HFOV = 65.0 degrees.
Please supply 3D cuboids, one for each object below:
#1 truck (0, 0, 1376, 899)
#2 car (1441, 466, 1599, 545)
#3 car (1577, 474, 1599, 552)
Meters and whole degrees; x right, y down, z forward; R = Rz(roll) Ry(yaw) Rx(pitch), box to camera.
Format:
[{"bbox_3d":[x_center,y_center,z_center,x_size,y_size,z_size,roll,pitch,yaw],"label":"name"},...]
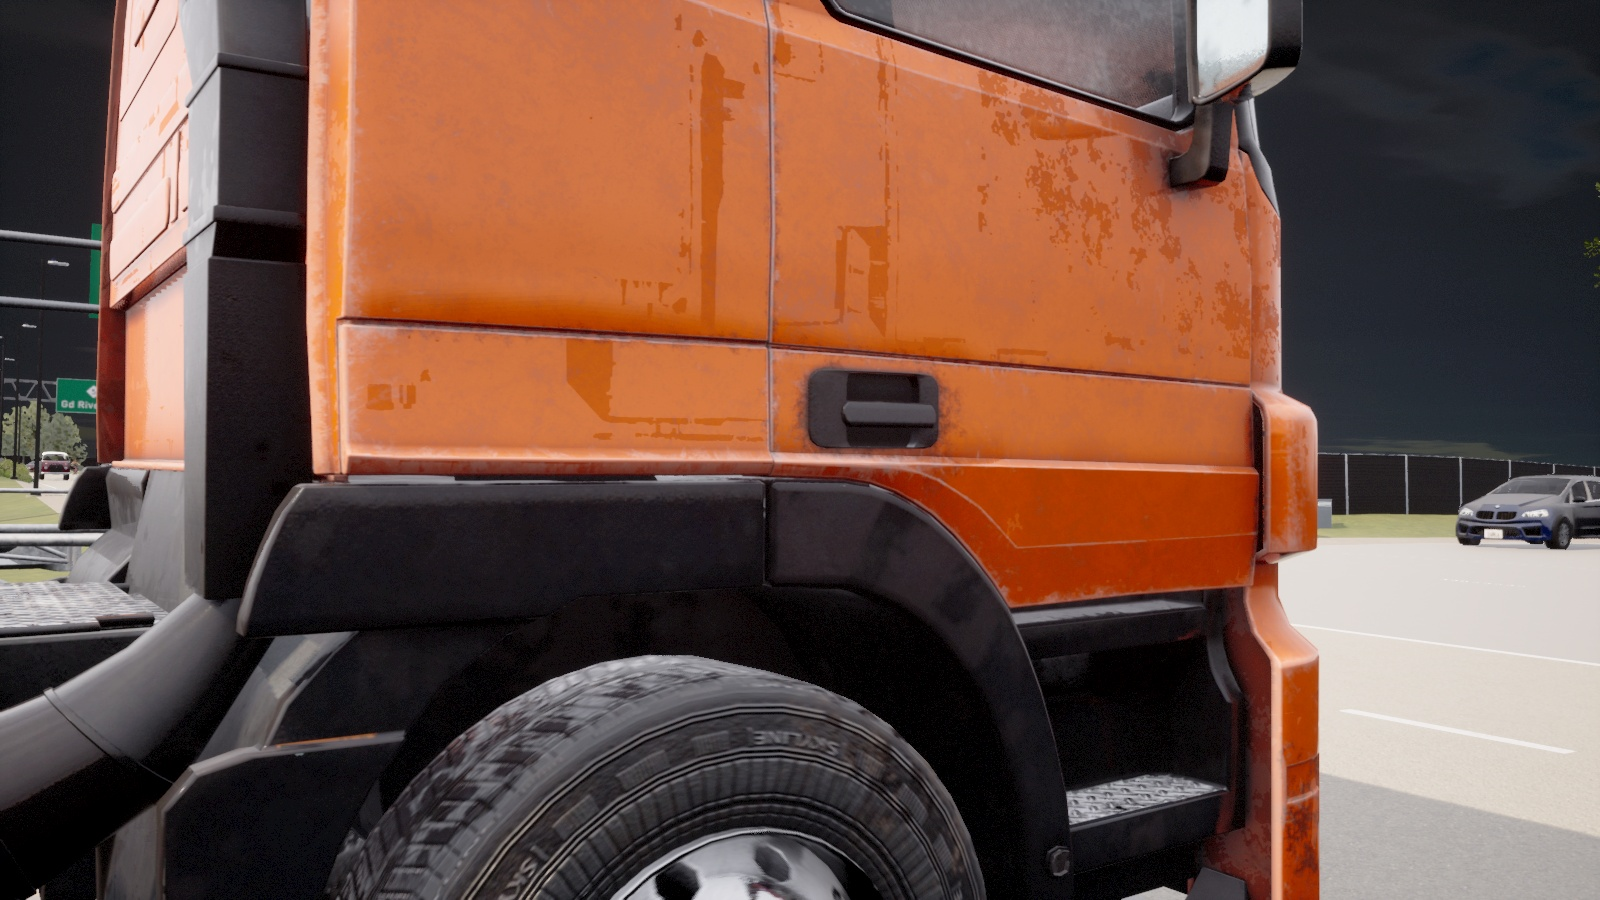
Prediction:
[{"bbox_3d":[-2.774,-0.221,1.805,7.936,3.462,2.891,0,0,-35],"label":"truck"},{"bbox_3d":[17.020,1.247,28.695,4.611,1.667,2.242,2,-2,-34],"label":"car"},{"bbox_3d":[17.815,1.263,25.011,4.902,1.511,2.128,2,-2,-34],"label":"car"}]
